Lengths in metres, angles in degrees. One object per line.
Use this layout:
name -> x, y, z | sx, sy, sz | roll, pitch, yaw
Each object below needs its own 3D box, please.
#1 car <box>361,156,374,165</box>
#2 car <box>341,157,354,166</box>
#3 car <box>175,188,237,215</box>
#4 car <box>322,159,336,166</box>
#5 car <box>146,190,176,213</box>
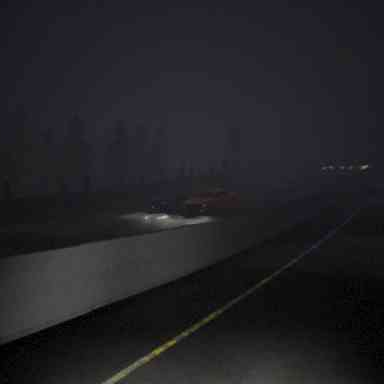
car -> 33.413, -6.030, 63.268 | 2.128, 1.511, 4.902 | 0, 8, 35
car -> 30.526, -6.053, 65.247 | 1.837, 1.490, 4.892 | 0, 8, 35
car -> 1.331, 0.557, 22.906 | 1.882, 1.535, 5.008 | 0, 5, 35
car -> 27.646, -5.998, 67.236 | 1.994, 1.385, 4.181 | 0, 8, 35
car -> -1.433, 0.590, 25.064 | 1.812, 1.442, 4.674 | 0, 5, 35
